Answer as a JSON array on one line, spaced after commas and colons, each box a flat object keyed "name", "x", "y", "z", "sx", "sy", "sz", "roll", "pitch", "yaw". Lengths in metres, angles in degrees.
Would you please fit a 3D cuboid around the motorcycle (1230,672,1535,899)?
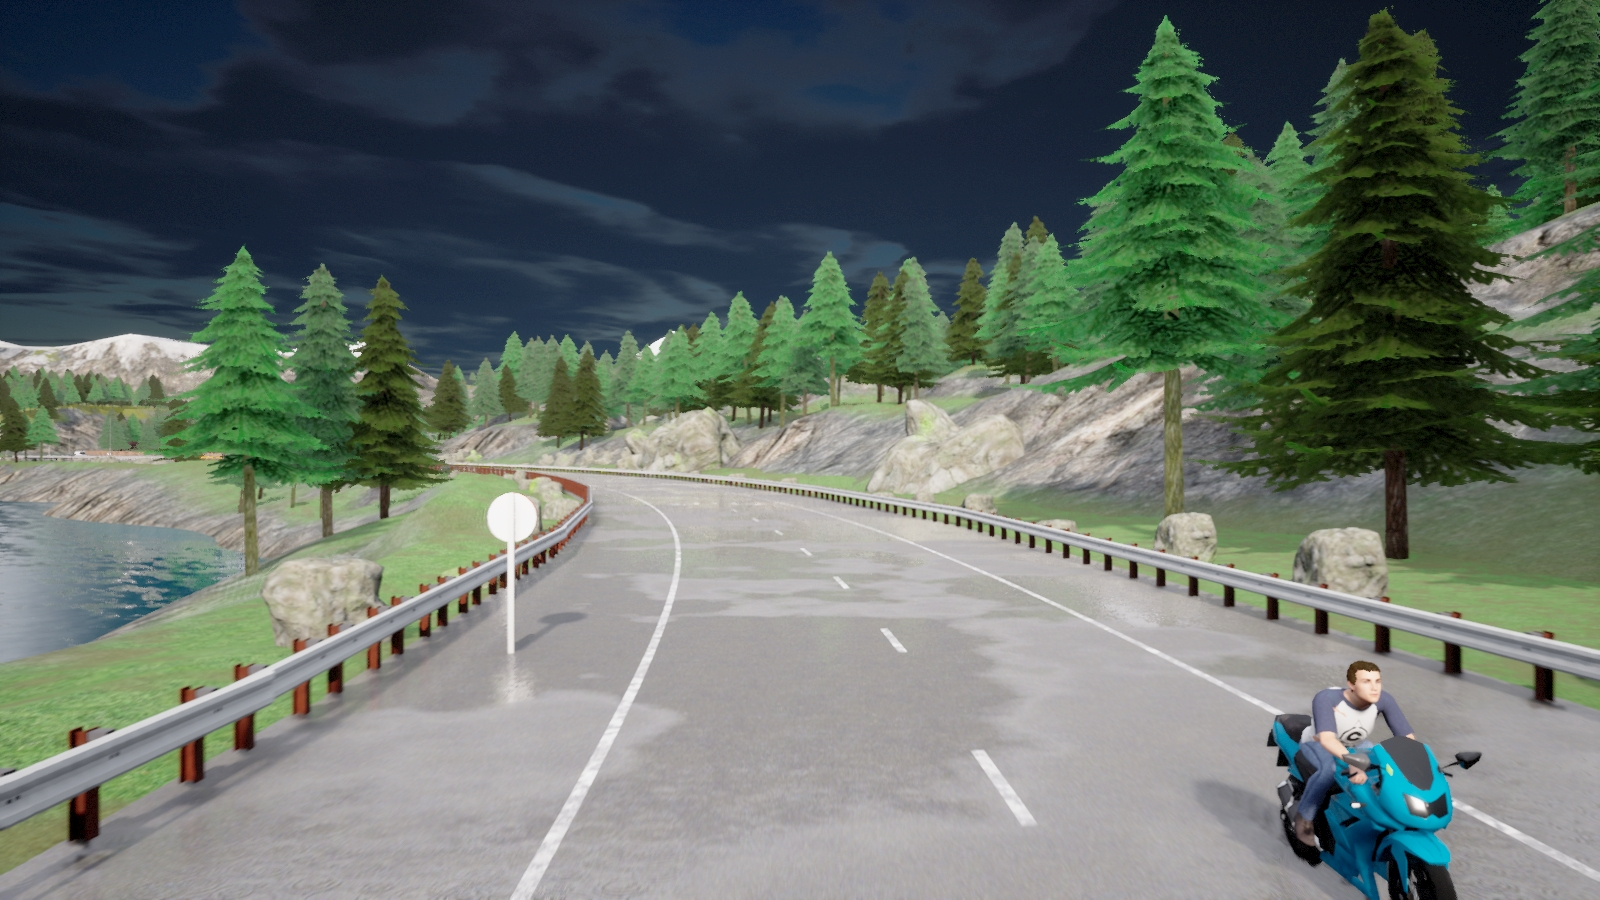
[{"name": "motorcycle", "x": 3.445, "y": 2.177, "z": 7.018, "sx": 0.803, "sy": 1.217, "sz": 2.033, "roll": 0, "pitch": 0, "yaw": -1}]
